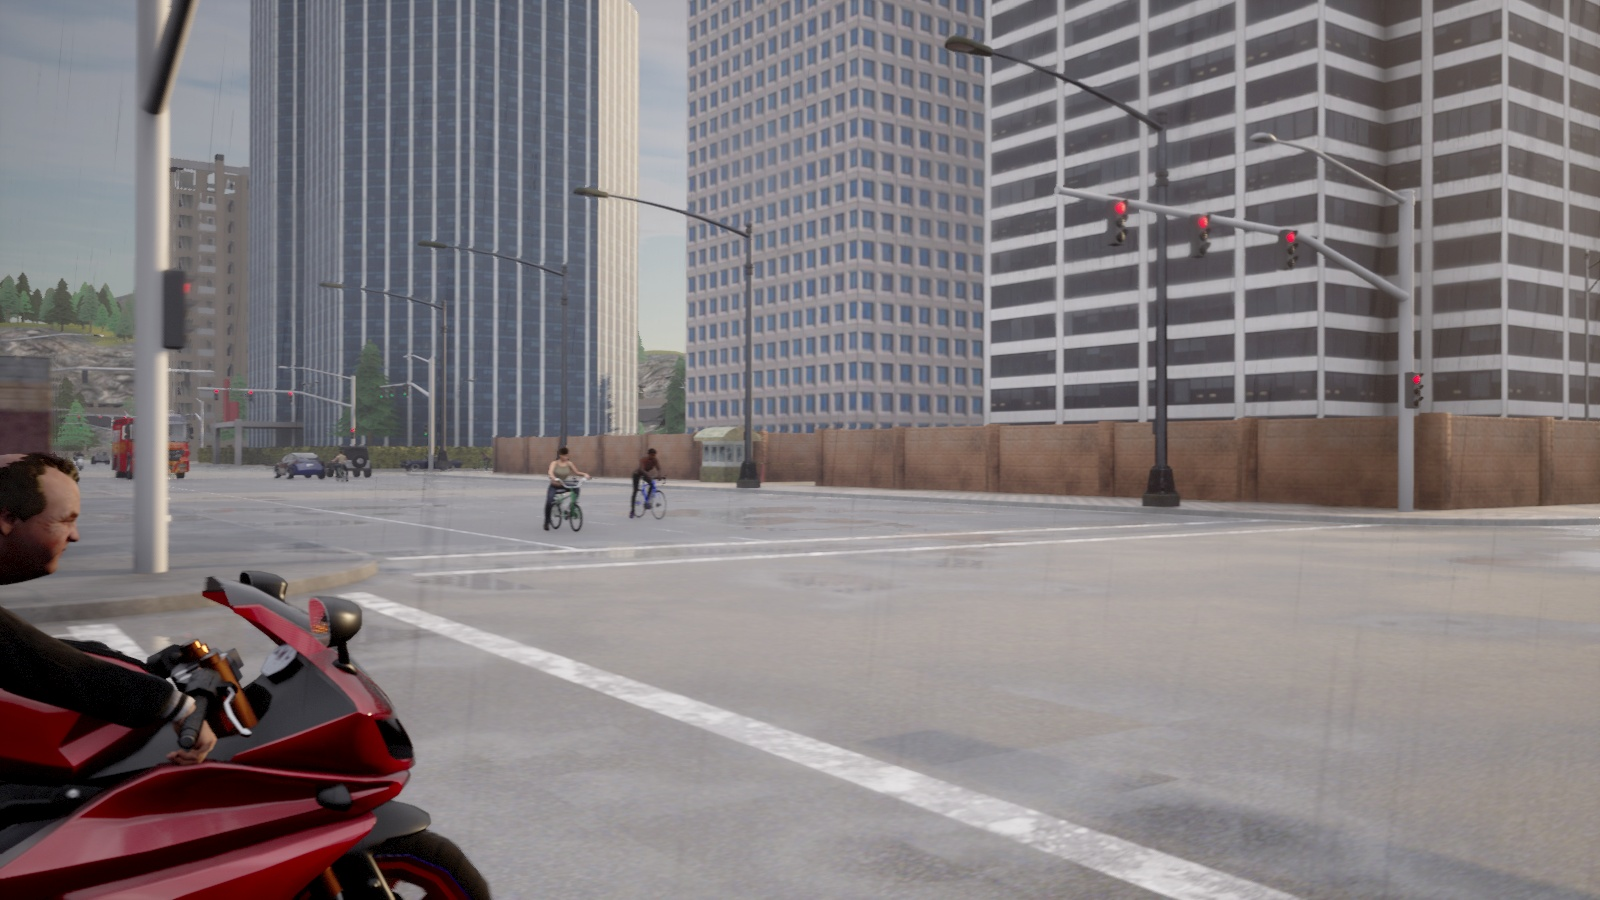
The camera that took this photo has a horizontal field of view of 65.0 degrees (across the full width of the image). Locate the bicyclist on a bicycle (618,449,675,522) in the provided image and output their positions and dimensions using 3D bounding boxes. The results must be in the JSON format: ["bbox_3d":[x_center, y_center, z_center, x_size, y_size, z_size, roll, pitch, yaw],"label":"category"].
[{"bbox_3d":[-3.527,0.800,28.750,0.582,1.620,1.656,0,0,-35],"label":"bicyclist on a bicycle"}]

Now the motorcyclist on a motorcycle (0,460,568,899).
[{"bbox_3d":[-1.659,0.789,2.504,2.191,1.530,0.866,0,0,-35],"label":"motorcyclist on a motorcycle"}]

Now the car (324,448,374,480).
[{"bbox_3d":[-27.082,0.820,75.315,1.905,1.878,3.866,0,0,-35],"label":"car"}]

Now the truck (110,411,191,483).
[{"bbox_3d":[-36.584,-0.151,70.589,2.891,3.827,8.468,0,0,-35],"label":"truck"}]

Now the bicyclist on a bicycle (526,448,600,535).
[{"bbox_3d":[-4.554,0.768,24.079,0.866,1.612,1.509,0,0,-34],"label":"bicyclist on a bicycle"}]

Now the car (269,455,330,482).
[{"bbox_3d":[-28.327,1.009,70.961,2.163,1.488,4.792,0,0,-35],"label":"car"}]
